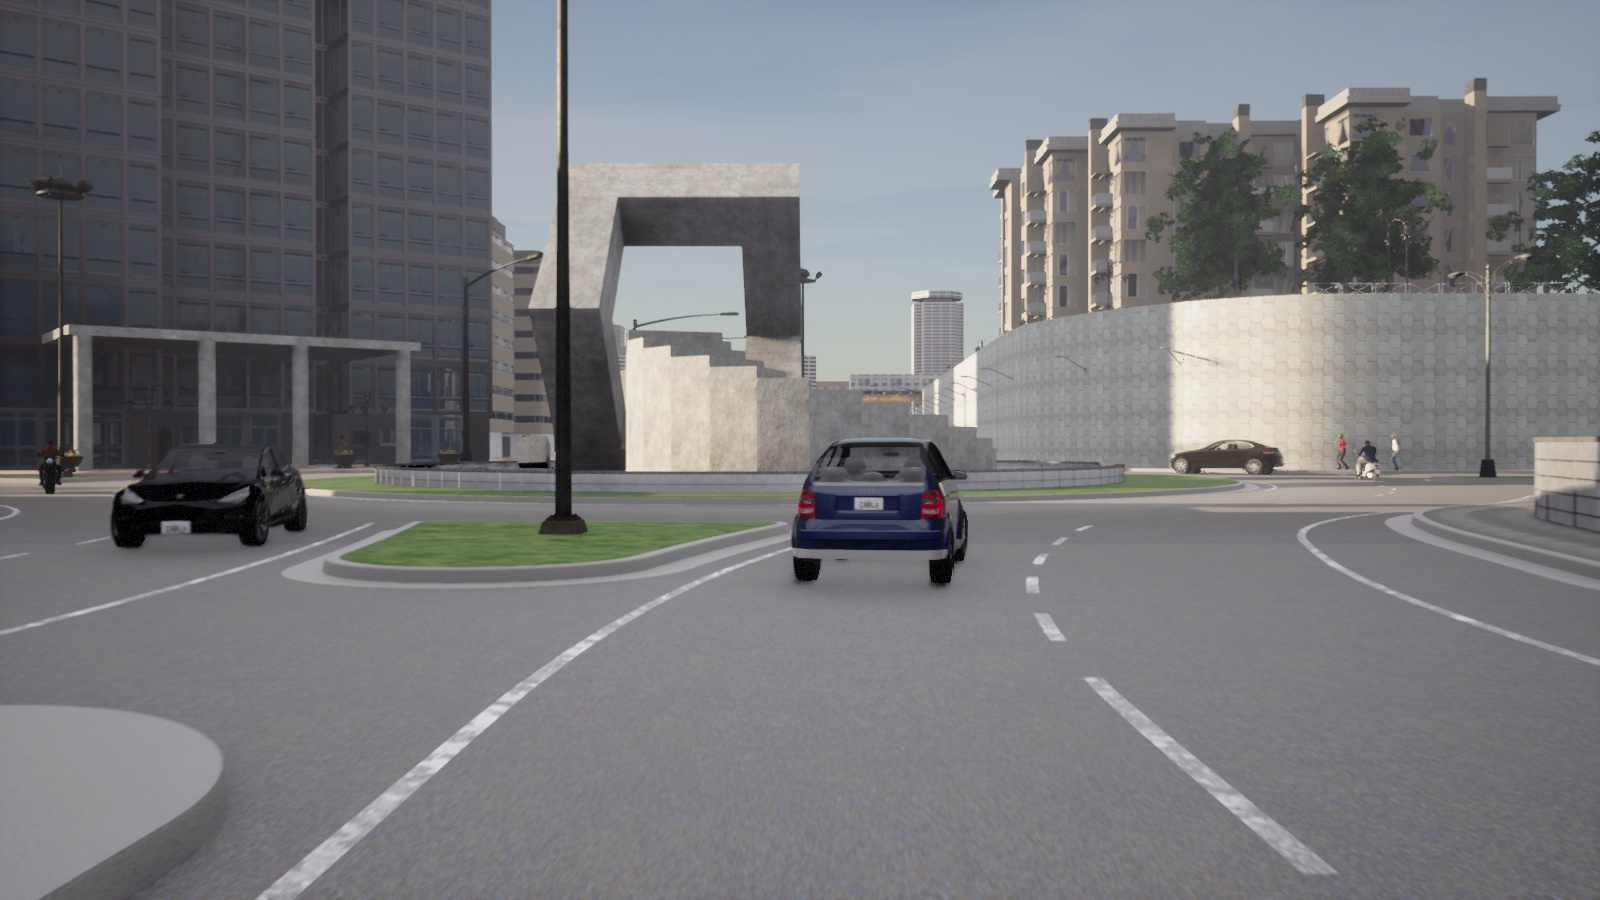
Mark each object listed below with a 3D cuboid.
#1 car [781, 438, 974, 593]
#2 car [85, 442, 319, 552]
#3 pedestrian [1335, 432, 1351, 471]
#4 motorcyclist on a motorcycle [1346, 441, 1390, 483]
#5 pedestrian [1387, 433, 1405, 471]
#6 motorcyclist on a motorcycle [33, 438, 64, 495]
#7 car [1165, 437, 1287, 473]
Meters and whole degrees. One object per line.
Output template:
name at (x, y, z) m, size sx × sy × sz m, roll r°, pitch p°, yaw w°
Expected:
car at (1.030, 0.644, 14.570) m, size 1.789 × 1.549 × 3.705 m, roll 0°, pitch 0°, yaw 11°
car at (-9.076, 0.628, 19.556) m, size 2.163 × 1.488 × 4.792 m, roll 0°, pitch 0°, yaw -11°
pedestrian at (26.117, 0.081, 60.407) m, size 0.636 × 1.846 × 0.331 m, roll 0°, pitch 0°, yaw 5°
motorcyclist on a motorcycle at (21.887, 0.444, 48.402) m, size 0.866 × 1.590 × 1.817 m, roll 0°, pitch 0°, yaw -1°
pedestrian at (28.584, 0.084, 60.209) m, size 0.706 × 1.836 × 0.354 m, roll 0°, pitch 0°, yaw 2°
motorcyclist on a motorcycle at (-22.421, 0.467, 37.471) m, size 0.766 × 1.649 × 2.350 m, roll 0°, pitch 1°, yaw -30°
car at (19.868, 0.210, 58.657) m, size 5.027 × 1.651 × 2.152 m, roll 0°, pitch 1°, yaw 34°
